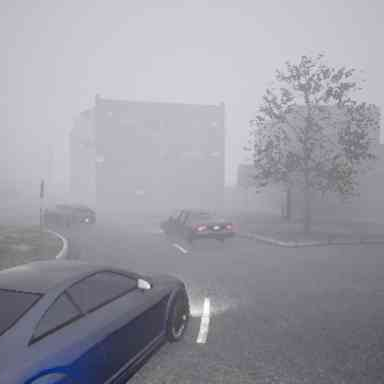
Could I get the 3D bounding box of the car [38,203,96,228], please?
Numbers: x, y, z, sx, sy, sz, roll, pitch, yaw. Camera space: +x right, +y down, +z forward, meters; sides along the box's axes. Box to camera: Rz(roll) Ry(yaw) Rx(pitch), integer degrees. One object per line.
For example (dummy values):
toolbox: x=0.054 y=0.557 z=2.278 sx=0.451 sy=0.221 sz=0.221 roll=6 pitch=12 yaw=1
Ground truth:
car: x=-8.344 y=1.500 z=22.027 sx=4.892 sy=1.490 sz=1.837 roll=0 pitch=-2 yaw=40

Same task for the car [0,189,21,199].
car: x=-27.239 y=0.186 z=49.801 sx=2.033 sy=1.411 sz=5.357 roll=0 pitch=5 yaw=-13

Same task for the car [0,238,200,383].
car: x=-1.552 y=1.564 z=4.193 sx=1.994 sy=1.385 sz=4.181 roll=0 pitch=0 yaw=21

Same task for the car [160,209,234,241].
car: x=0.038 y=1.521 z=16.009 sx=2.033 sy=1.411 sz=5.357 roll=0 pitch=0 yaw=-23
